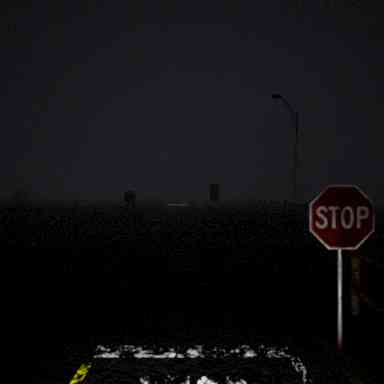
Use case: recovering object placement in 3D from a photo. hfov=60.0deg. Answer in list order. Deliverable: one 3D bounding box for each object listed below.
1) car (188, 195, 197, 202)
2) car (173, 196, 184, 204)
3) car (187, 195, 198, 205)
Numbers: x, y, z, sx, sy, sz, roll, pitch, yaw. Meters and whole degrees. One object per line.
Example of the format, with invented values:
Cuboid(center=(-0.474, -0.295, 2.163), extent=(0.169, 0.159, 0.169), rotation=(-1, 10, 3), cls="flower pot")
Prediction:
Cuboid(center=(0.113, 1.357, 71.207), extent=(1.837, 1.490, 4.892), rotation=(0, 0, 0), cls="car")
Cuboid(center=(-2.648, 1.500, 65.378), extent=(1.882, 1.535, 5.008), rotation=(0, 0, 0), cls="car")
Cuboid(center=(0.097, 1.545, 61.200), extent=(1.812, 1.442, 4.674), rotation=(0, 0, 0), cls="car")
